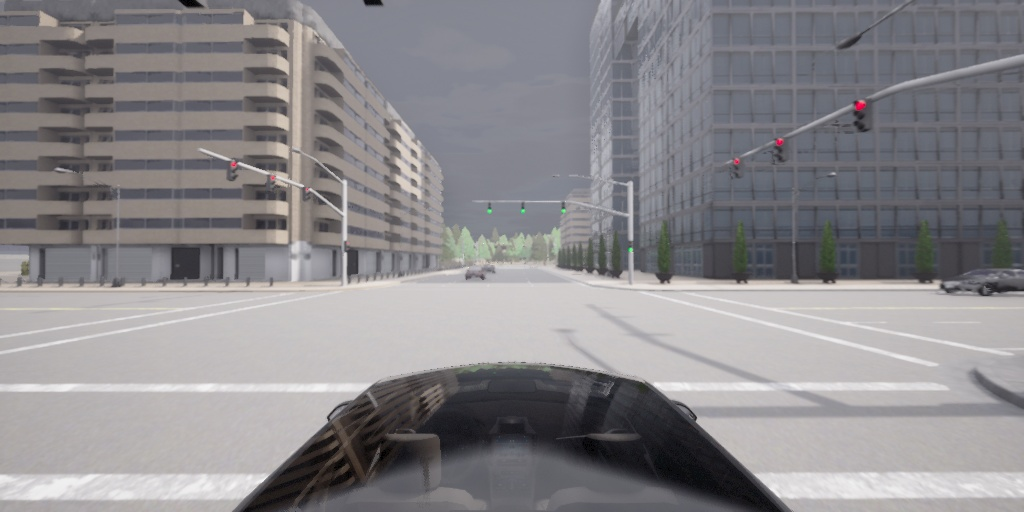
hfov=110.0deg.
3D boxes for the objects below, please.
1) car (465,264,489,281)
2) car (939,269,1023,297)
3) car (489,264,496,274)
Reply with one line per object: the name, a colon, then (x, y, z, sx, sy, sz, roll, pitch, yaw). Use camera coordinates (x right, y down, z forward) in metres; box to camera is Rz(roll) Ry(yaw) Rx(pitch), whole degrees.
car: (-3.722, 1.742, 37.247, 1.812, 1.442, 4.674, 0, -1, 1)
car: (27.376, 1.477, 20.382, 4.902, 1.511, 2.128, 0, -1, 1)
car: (-3.431, 1.983, 54.332, 2.033, 1.411, 5.357, 0, -1, 2)
